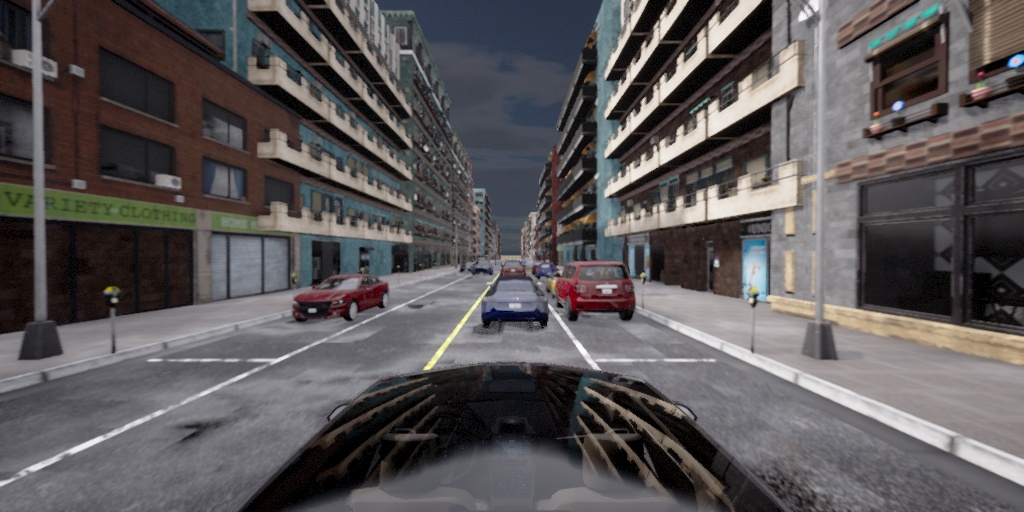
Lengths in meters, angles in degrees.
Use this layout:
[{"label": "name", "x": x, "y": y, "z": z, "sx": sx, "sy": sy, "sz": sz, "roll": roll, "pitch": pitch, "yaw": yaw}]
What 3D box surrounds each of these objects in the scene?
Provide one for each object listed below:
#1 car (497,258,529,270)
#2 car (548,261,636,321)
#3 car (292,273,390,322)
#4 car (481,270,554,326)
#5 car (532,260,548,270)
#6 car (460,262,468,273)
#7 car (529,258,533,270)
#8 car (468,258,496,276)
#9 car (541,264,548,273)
[{"label": "car", "x": 0.091, "y": 1.163, "z": 30.646, "sx": 2.097, "sy": 1.767, "sz": 4.553, "roll": 0, "pitch": 0, "yaw": 0}, {"label": "car", "x": 2.688, "y": 1.086, "z": 12.474, "sx": 2.192, "sy": 1.841, "sz": 5.009, "roll": 0, "pitch": 0, "yaw": 0}, {"label": "car", "x": -5.693, "y": 1.317, "z": 12.477, "sx": 1.888, "sy": 1.381, "sz": 4.507, "roll": 0, "pitch": 0, "yaw": 0}, {"label": "car", "x": 0.087, "y": 1.335, "z": 11.829, "sx": 1.994, "sy": 1.385, "sz": 4.181, "roll": 0, "pitch": 0, "yaw": 0}, {"label": "car", "x": 3.147, "y": 1.341, "z": 32.595, "sx": 1.812, "sy": 1.442, "sz": 4.674, "roll": 0, "pitch": 0, "yaw": 0}, {"label": "car", "x": -5.693, "y": 1.416, "z": 46.585, "sx": 1.948, "sy": 1.339, "sz": 4.313, "roll": 0, "pitch": 0, "yaw": 0}, {"label": "car", "x": 3.138, "y": 1.310, "z": 39.596, "sx": 1.882, "sy": 1.535, "sz": 5.008, "roll": 0, "pitch": 0, "yaw": 0}, {"label": "car", "x": -3.096, "y": 1.182, "z": 38.386, "sx": 2.097, "sy": 1.767, "sz": 4.553, "roll": 0, "pitch": 0, "yaw": 0}, {"label": "car", "x": 2.688, "y": 1.309, "z": 18.328, "sx": 1.751, "sy": 1.417, "sz": 4.829, "roll": 0, "pitch": 0, "yaw": 0}]
